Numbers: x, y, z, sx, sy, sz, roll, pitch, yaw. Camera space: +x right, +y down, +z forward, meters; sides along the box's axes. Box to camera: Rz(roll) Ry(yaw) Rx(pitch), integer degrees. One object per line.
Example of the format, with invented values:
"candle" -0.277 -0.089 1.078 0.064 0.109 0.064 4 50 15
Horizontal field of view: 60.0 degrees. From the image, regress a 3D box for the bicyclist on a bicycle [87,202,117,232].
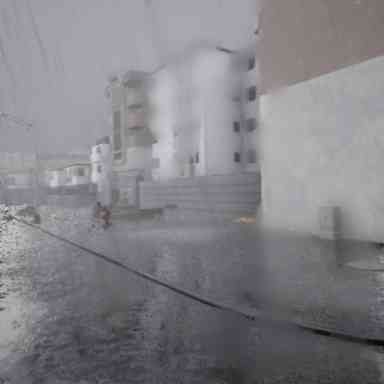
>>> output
"bicyclist on a bicycle" -4.901 1.359 18.125 1.656 1.620 0.582 -2 1 -34
